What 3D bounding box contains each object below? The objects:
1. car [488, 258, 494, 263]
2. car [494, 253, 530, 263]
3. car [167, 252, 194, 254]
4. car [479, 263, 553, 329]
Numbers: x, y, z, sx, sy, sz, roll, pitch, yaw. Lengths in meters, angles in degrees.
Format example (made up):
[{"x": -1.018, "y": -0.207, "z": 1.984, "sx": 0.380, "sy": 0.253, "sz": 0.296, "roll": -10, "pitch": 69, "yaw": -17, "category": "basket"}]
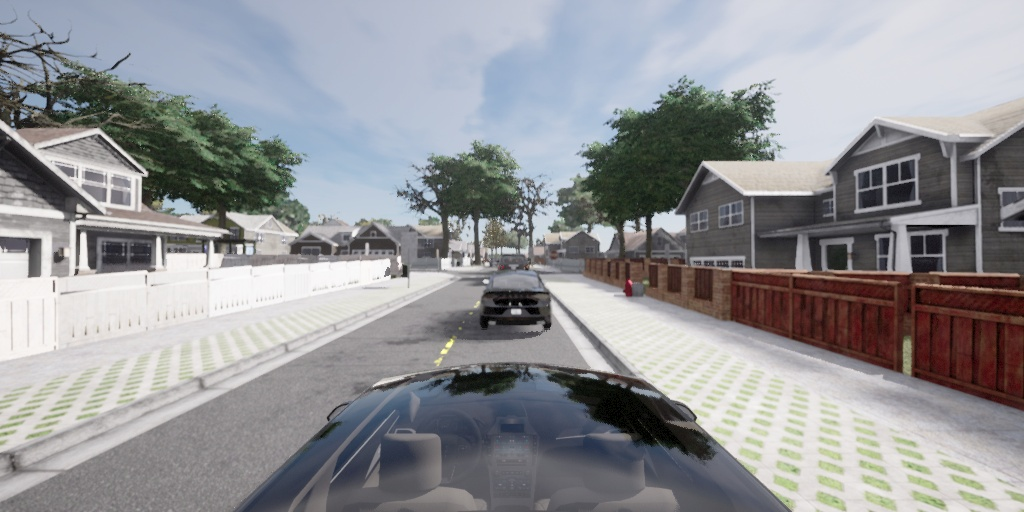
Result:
[{"x": -2.811, "y": 1.065, "z": 59.720, "sx": 2.128, "sy": 1.511, "sz": 4.902, "roll": 0, "pitch": 0, "yaw": 0, "category": "car"}, {"x": 0.102, "y": 0.824, "z": 25.018, "sx": 2.150, "sy": 2.045, "sz": 5.566, "roll": 0, "pitch": 0, "yaw": 0, "category": "car"}, {"x": -32.138, "y": 0.455, "z": 35.345, "sx": 4.553, "sy": 1.767, "sz": 2.097, "roll": 1, "pitch": -1, "yaw": -1, "category": "car"}, {"x": 0.101, "y": 1.156, "z": 11.019, "sx": 1.882, "sy": 1.535, "sz": 5.008, "roll": 0, "pitch": 1, "yaw": 0, "category": "car"}]
